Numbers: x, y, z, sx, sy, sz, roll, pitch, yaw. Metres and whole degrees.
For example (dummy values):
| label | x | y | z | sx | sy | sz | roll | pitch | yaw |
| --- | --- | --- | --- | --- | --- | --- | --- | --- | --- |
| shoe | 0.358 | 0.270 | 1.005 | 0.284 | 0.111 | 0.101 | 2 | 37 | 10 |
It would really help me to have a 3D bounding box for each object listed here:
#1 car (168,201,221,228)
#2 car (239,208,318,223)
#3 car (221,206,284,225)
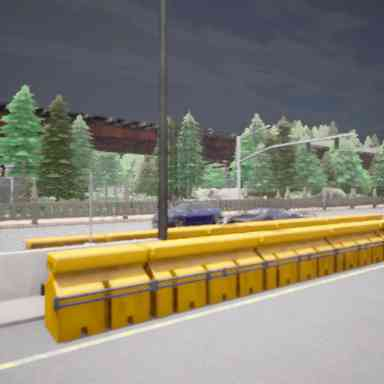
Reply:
| label | x | y | z | sx | sy | sz | roll | pitch | yaw |
| --- | --- | --- | --- | --- | --- | --- | --- | --- | --- |
| car | -0.241 | 1.375 | 20.979 | 4.553 | 1.767 | 2.097 | 0 | 0 | -35 |
| car | 4.759 | 1.628 | 15.940 | 4.718 | 1.301 | 1.895 | 0 | 0 | -35 |
| car | 4.589 | 1.579 | 20.096 | 5.357 | 1.411 | 2.033 | 0 | 0 | -35 |
